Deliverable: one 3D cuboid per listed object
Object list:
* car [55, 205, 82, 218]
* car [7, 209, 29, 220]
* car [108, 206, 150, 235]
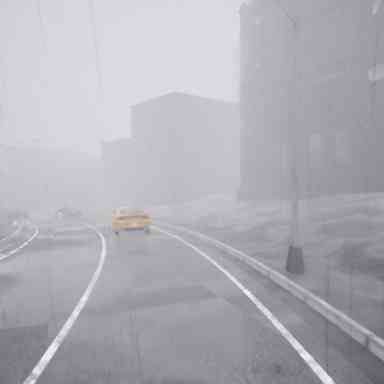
[{"bbox_3d":[-14.021,2.213,37.590,1.994,1.385,4.181,-3,-1,-39],"label":"car"},{"bbox_3d":[-21.505,2.707,40.434,4.718,1.301,1.895,-4,-1,44],"label":"car"},{"bbox_3d":[-3.838,1.581,19.750,1.882,1.535,5.008,-1,0,-19],"label":"car"}]
